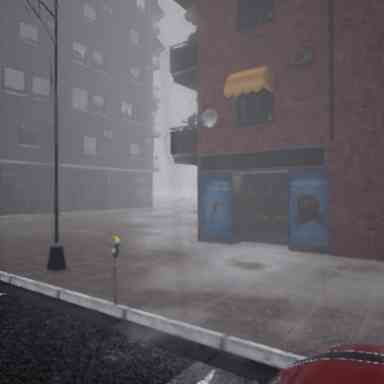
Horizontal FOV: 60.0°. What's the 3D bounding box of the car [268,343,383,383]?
[{"bbox_3d":[2.090,1.440,1.390,4.097,1.590,1.967,0,0,35],"label":"car"}]
